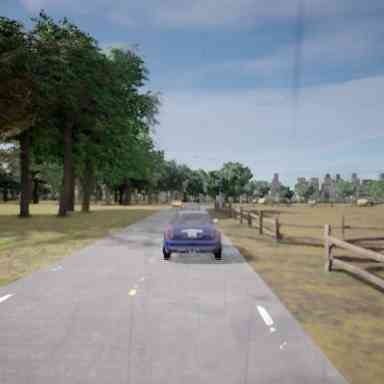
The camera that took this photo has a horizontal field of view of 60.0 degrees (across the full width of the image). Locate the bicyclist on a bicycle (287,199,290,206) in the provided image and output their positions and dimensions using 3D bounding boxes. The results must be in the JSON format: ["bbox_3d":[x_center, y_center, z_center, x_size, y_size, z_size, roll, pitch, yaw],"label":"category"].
[{"bbox_3d":[19.918,2.319,68.660,0.582,1.620,1.656,0,-1,0],"label":"bicyclist on a bicycle"}]

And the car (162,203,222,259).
[{"bbox_3d":[0.022,1.501,13.466,2.097,1.767,4.553,0,-1,0],"label":"car"}]

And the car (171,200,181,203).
[{"bbox_3d":[-2.770,2.264,60.084,1.882,1.535,5.008,0,-1,0],"label":"car"}]
